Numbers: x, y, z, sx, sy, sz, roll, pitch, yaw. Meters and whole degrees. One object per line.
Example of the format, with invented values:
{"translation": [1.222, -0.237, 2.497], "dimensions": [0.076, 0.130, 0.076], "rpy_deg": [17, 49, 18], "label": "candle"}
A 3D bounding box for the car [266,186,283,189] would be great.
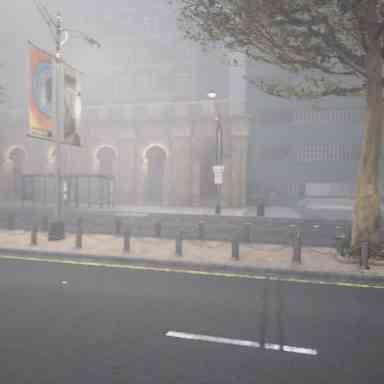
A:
{"translation": [16.917, -0.189, 65.241], "dimensions": [5.566, 2.045, 2.435], "rpy_deg": [1, 1, 14], "label": "car"}

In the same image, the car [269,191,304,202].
{"translation": [13.301, 0.599, 47.092], "dimensions": [4.718, 1.301, 1.895], "rpy_deg": [1, 1, 14], "label": "car"}

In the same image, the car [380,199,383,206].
{"translation": [22.957, 0.844, 37.016], "dimensions": [4.674, 1.452, 2.002], "rpy_deg": [1, 1, 14], "label": "car"}

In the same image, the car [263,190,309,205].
{"translation": [10.129, 0.752, 35.927], "dimensions": [4.786, 1.482, 2.161], "rpy_deg": [1, 1, 14], "label": "car"}
